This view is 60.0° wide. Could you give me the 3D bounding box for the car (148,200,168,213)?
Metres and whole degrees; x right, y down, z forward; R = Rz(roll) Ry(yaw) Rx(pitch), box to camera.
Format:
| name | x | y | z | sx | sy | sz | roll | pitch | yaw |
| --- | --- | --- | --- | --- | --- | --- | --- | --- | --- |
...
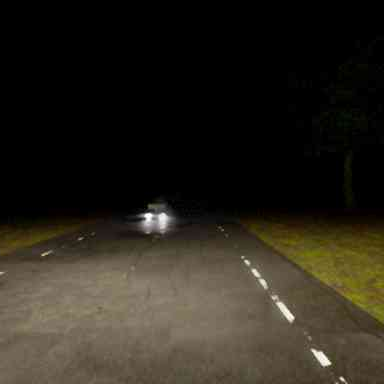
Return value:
| name | x | y | z | sx | sy | sz | roll | pitch | yaw |
| --- | --- | --- | --- | --- | --- | --- | --- | --- | --- |
| car | -3.691 | 1.507 | 36.098 | 1.895 | 1.301 | 4.718 | 0 | 0 | -1 |
